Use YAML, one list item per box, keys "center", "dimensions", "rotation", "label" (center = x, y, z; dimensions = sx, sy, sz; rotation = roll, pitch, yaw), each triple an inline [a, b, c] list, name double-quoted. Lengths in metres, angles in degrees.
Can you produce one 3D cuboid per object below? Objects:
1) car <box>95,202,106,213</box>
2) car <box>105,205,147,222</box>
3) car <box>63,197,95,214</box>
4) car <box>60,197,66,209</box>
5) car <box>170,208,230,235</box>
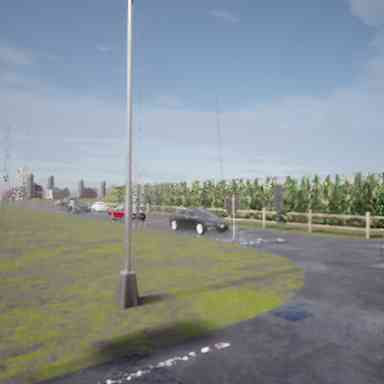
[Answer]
- center: [-12.926, 2.118, 45.738]
  dimensions: [1.812, 1.442, 4.674]
  rotation: [1, -1, -34]
  label: "car"
- center: [-5.891, 1.992, 30.293]
  dimensions: [1.895, 1.301, 4.718]
  rotation: [1, -1, -34]
  label: "car"
- center: [-14.708, 1.889, 43.182]
  dimensions: [2.097, 1.767, 4.553]
  rotation: [1, -1, -34]
  label: "car"
- center: [-21.424, 1.955, 58.105]
  dimensions: [2.150, 2.045, 5.566]
  rotation: [1, -1, -34]
  label: "car"
- center: [0.360, 1.794, 21.207]
  dimensions: [1.837, 1.490, 4.892]
  rotation: [1, -1, -35]
  label: "car"
